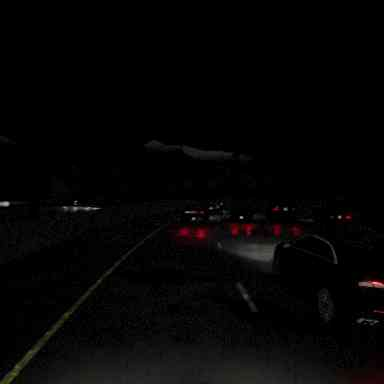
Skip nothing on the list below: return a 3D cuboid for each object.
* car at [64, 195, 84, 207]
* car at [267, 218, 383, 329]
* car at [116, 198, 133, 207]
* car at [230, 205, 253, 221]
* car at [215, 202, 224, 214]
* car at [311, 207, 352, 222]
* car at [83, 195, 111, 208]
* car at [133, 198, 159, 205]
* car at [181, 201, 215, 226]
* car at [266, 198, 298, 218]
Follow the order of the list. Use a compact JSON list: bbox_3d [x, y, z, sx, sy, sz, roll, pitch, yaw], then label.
[{"bbox_3d":[-16.889,1.249,49.389,2.097,1.767,4.553,1,0,14],"label":"car"},{"bbox_3d":[3.167,1.590,7.142,2.128,1.511,4.902,1,0,-2],"label":"car"},{"bbox_3d":[-9.654,1.610,49.600,1.994,1.385,4.181,1,0,14],"label":"car"},{"bbox_3d":[4.400,1.832,29.708,1.895,1.301,4.718,1,0,8],"label":"car"},{"bbox_3d":[2.600,1.807,39.466,1.994,1.385,4.181,1,0,12],"label":"car"},{"bbox_3d":[11.017,1.897,26.572,2.033,1.411,5.357,1,0,7],"label":"car"},{"bbox_3d":[-13.452,1.489,48.752,1.812,1.442,4.674,1,-1,14],"label":"car"},{"bbox_3d":[-6.264,1.602,48.724,2.128,1.511,4.902,1,0,14],"label":"car"},{"bbox_3d":[0.343,1.619,24.908,2.128,1.511,4.902,1,0,6],"label":"car"},{"bbox_3d":[7.902,1.522,29.529,2.150,2.045,5.566,1,0,7],"label":"car"}]
